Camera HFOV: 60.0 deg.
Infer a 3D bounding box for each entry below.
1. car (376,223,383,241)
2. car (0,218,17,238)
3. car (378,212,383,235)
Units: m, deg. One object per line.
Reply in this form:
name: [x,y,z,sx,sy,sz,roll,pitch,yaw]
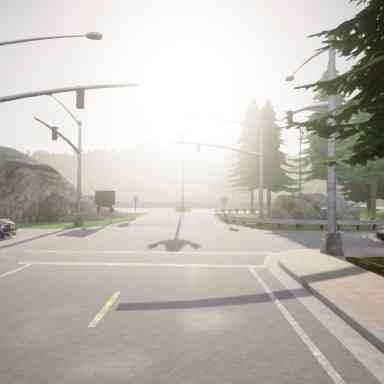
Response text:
car: [12.003,2.016,17.387,4.181,1.385,1.994,0,-1,1]
car: [-11.899,1.647,17.780,4.553,1.767,2.097,0,-1,0]
car: [15.025,2.060,21.076,5.357,1.411,2.033,0,-1,-2]
